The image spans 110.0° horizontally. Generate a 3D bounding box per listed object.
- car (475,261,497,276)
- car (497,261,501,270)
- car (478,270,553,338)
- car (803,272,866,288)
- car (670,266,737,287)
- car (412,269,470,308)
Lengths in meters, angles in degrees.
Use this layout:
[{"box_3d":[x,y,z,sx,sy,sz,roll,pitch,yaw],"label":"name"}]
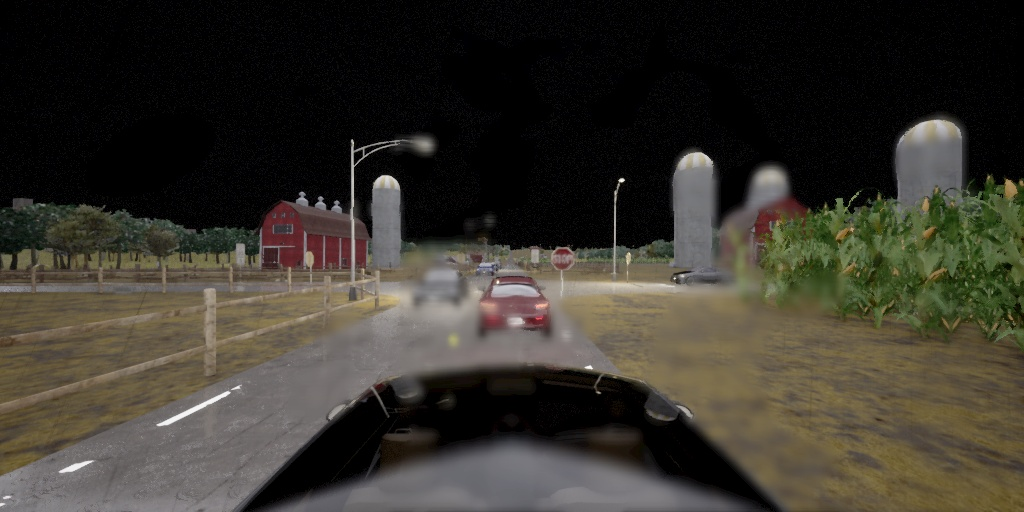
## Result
[{"box_3d":[-2.913,1.434,39.925,1.812,1.442,4.674,0,0,0],"label":"car"},{"box_3d":[-2.921,1.535,49.791,1.994,1.385,4.181,0,0,0],"label":"car"},{"box_3d":[0.037,1.283,10.146,1.812,1.442,4.674,0,0,-2],"label":"car"},{"box_3d":[23.122,1.520,25.662,5.357,1.411,2.033,1,1,0],"label":"car"},{"box_3d":[13.655,1.444,25.677,4.181,1.385,1.994,0,1,0],"label":"car"},{"box_3d":[-2.871,1.294,15.396,1.812,1.442,4.674,0,0,0],"label":"car"}]
